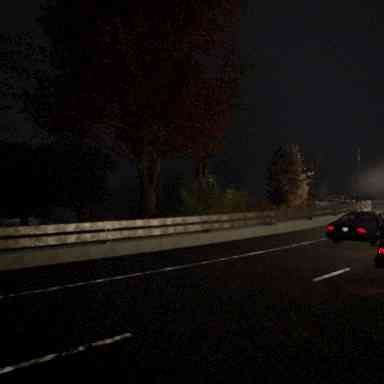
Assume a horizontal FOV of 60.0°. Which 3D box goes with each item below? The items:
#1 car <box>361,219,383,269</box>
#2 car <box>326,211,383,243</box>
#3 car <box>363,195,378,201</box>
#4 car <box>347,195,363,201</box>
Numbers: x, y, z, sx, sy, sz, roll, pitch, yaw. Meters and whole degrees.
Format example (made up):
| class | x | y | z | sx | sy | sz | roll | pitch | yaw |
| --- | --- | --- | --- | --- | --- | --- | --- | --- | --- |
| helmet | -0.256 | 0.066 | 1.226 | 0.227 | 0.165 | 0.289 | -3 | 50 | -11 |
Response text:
| class | x | y | z | sx | sy | sz | roll | pitch | yaw |
| --- | --- | --- | --- | --- | --- | --- | --- | --- | --- |
| car | 7.215 | 1.574 | 9.850 | 5.357 | 1.411 | 2.033 | 0 | 0 | -42 |
| car | 8.143 | 1.600 | 15.516 | 5.357 | 1.411 | 2.033 | 0 | 0 | -44 |
| car | 43.630 | 1.439 | 82.861 | 2.097 | 1.767 | 4.553 | 0 | 0 | 2 |
| car | 40.146 | 1.599 | 83.198 | 1.837 | 1.490 | 4.892 | 0 | 0 | 2 |
